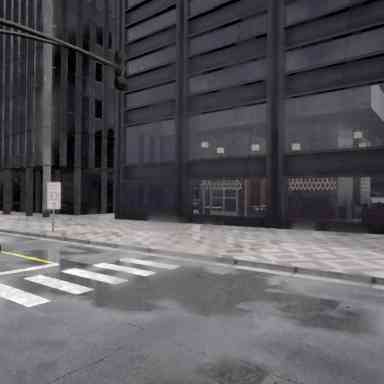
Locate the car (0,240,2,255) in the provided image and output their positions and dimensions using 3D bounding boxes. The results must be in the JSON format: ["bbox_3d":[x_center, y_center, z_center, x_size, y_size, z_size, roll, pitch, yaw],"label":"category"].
[{"bbox_3d":[-8.938,1.708,12.504,4.674,1.442,1.812,-1,-1,38],"label":"car"}]
